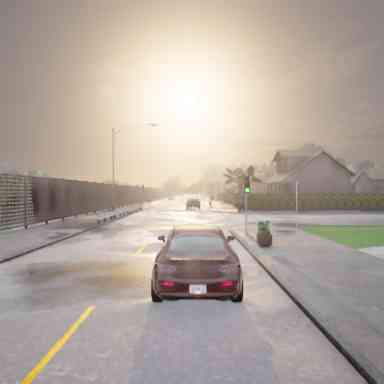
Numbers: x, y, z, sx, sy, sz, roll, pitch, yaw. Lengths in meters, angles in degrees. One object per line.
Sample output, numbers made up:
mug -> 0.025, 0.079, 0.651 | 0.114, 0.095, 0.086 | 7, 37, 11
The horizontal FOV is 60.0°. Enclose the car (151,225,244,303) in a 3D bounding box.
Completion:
car -> 0.108, 1.521, 8.086 | 1.812, 1.442, 4.674 | 0, 0, 0

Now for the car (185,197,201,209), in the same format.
car -> 0.182, 1.480, 44.099 | 1.837, 1.490, 4.892 | 0, 0, 0
